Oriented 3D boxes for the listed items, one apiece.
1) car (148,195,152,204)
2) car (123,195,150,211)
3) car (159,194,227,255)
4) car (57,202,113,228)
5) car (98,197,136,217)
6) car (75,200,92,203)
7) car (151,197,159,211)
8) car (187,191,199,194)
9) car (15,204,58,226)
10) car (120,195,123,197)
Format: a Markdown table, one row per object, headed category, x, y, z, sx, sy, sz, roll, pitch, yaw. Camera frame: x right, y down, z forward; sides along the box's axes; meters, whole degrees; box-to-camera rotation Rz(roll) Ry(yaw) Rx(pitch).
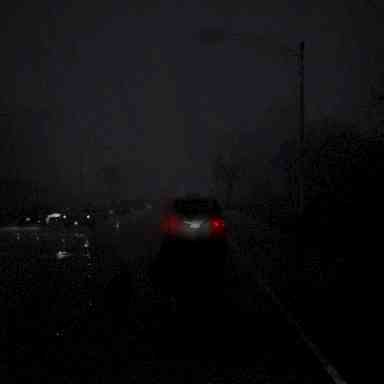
| category | x | y | z | sx | sy | sz | roll | pitch | yaw |
| --- | --- | --- | --- | --- | --- | --- | --- | --- | --- |
| car | -6.922 | 1.192 | 51.462 | 1.994 | 1.385 | 4.181 | 0 | 3 | 0 |
| car | -6.973 | 1.517 | 41.451 | 2.033 | 1.411 | 5.357 | 0 | 1 | 1 |
| car | 0.120 | 1.222 | 13.381 | 2.150 | 2.045 | 5.566 | 0 | 0 | 0 |
| car | -7.064 | 1.602 | 22.488 | 1.895 | 1.301 | 4.718 | 0 | 0 | 0 |
| car | -7.038 | 1.493 | 31.658 | 2.128 | 1.511 | 4.902 | 0 | 0 | 0 |
| car | -10.536 | 1.527 | 32.094 | 1.812 | 1.442 | 4.674 | 0 | 0 | 0 |
| car | -3.337 | 1.480 | 40.058 | 2.128 | 1.511 | 4.902 | 0 | 0 | 0 |
| car | 0.162 | 1.218 | 39.071 | 2.150 | 2.045 | 5.566 | 0 | 0 | 0 |
| car | -10.560 | 1.565 | 23.413 | 1.994 | 1.385 | 4.181 | 0 | 0 | 0 |
| car | -10.473 | 1.447 | 41.426 | 1.882 | 1.535 | 5.008 | 0 | 1 | 1 |
